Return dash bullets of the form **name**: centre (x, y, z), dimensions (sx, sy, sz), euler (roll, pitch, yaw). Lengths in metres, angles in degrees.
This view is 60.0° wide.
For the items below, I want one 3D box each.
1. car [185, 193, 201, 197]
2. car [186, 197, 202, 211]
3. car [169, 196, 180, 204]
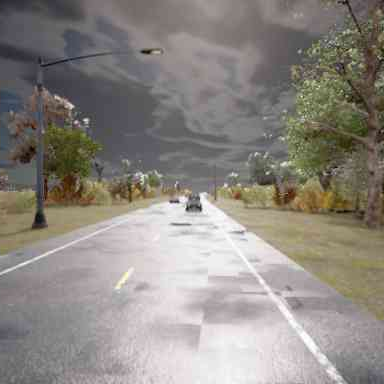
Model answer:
- **car**: centre (0.392, 1.179, 56.341), dimensions (2.150, 2.045, 5.566), euler (0, 0, 1)
- **car**: centre (0.250, 1.569, 41.014), dimensions (1.895, 1.301, 4.718), euler (0, 0, 0)
- **car**: centre (-3.168, 1.499, 60.750), dimensions (2.033, 1.411, 5.357), euler (0, 0, 1)
